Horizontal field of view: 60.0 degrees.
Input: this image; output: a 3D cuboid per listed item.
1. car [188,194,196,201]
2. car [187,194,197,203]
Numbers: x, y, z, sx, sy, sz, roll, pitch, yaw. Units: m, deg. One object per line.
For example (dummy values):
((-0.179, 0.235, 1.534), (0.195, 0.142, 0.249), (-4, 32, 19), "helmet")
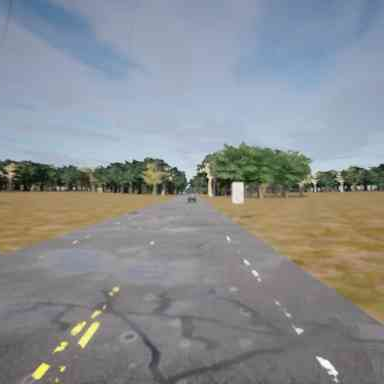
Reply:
((-0.021, 1.323, 80.646), (1.882, 1.535, 5.008), (0, 0, 0), "car")
((-0.018, 1.478, 70.210), (1.837, 1.490, 4.892), (0, 0, 0), "car")
